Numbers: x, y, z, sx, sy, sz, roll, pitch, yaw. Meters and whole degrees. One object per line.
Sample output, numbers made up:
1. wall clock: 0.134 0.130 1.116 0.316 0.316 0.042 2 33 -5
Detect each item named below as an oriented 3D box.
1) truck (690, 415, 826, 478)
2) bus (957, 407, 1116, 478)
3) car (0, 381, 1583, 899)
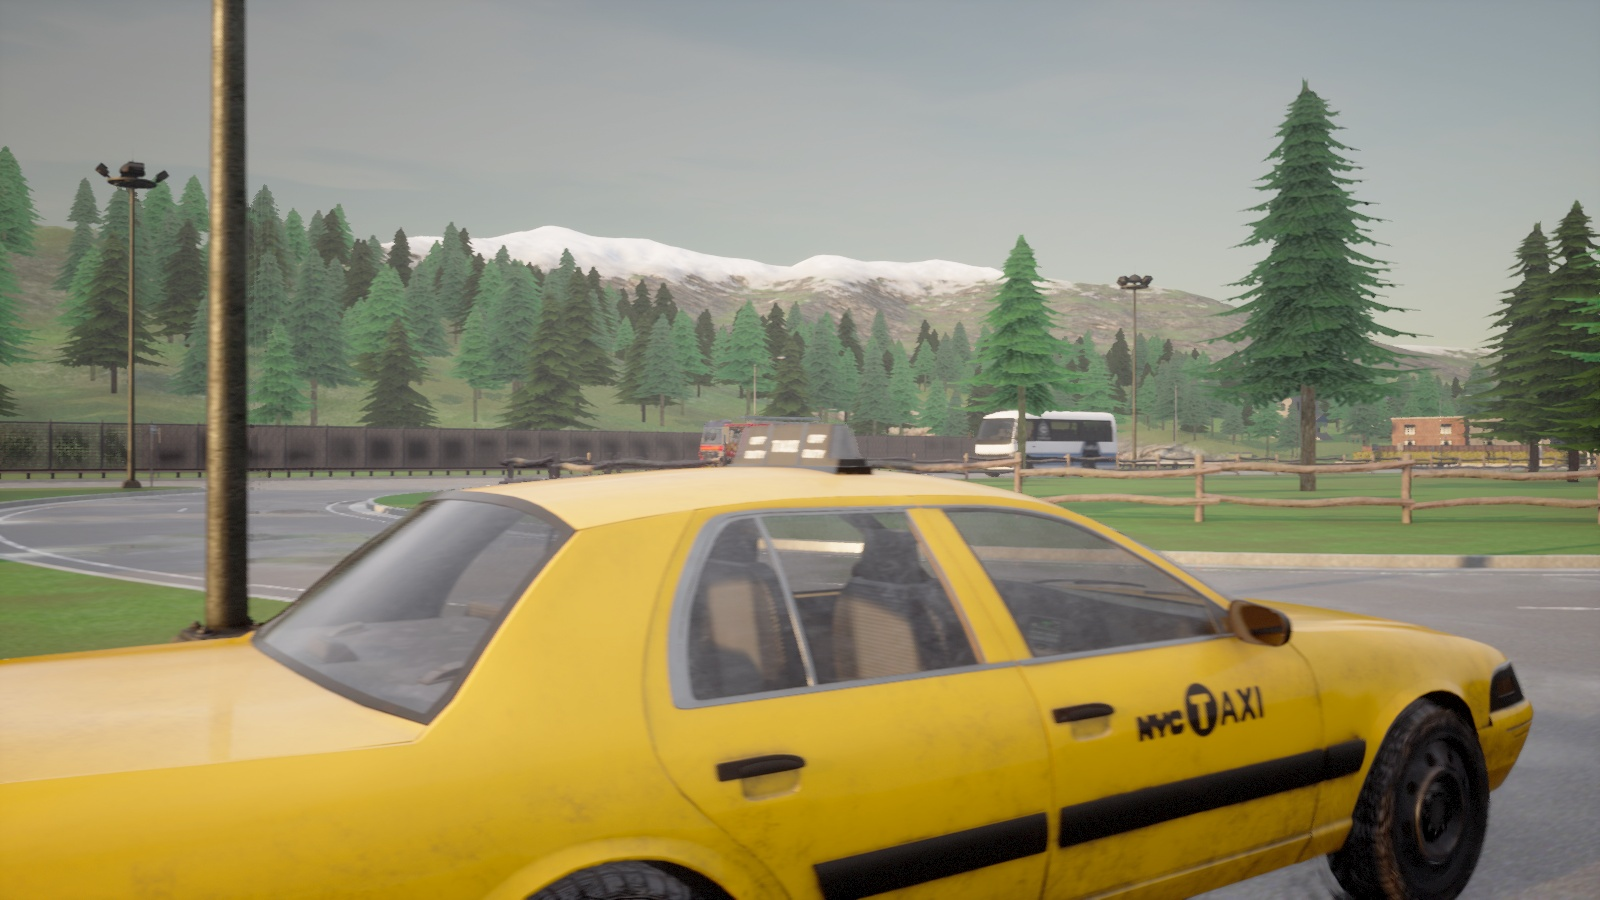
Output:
1. truck: -2.618 -0.206 80.385 8.468 3.827 2.891 0 0 -35
2. bus: 15.155 -0.452 80.020 10.273 4.253 3.944 0 0 -35
3. car: 0.099 0.693 3.728 5.366 1.575 1.801 0 0 -35
